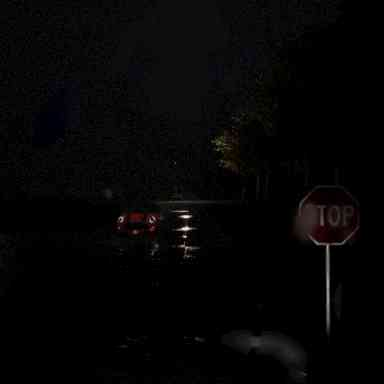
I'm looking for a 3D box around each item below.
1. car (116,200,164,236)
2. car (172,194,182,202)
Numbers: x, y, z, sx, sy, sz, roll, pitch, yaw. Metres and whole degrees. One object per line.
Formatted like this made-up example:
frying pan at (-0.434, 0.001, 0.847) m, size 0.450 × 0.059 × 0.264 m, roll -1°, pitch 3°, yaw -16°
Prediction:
car at (-2.775, 1.361, 18.498) m, size 2.097 × 1.767 × 4.553 m, roll 0°, pitch 0°, yaw 0°
car at (-2.817, 1.069, 63.123) m, size 1.837 × 1.490 × 4.892 m, roll 0°, pitch 1°, yaw 0°
